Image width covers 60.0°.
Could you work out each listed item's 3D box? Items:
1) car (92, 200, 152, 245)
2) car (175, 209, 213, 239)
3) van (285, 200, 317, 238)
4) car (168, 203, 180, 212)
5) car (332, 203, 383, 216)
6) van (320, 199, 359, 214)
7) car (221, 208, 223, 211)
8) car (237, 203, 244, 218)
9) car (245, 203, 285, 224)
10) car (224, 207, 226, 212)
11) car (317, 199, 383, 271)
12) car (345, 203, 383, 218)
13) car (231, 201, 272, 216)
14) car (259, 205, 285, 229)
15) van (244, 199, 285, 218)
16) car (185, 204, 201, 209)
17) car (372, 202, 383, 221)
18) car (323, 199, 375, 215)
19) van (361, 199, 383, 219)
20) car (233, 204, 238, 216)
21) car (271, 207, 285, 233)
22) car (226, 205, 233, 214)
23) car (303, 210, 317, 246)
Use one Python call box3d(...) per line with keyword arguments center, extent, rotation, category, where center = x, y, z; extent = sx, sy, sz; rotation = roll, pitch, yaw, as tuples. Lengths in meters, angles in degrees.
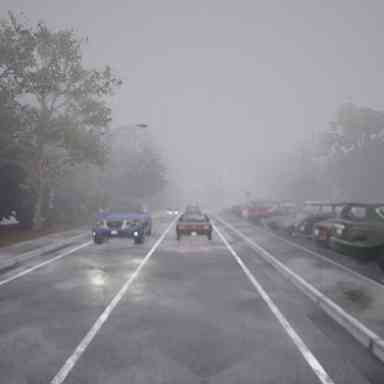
box3d(center=(-3.342, 1.415, 17.030), extent=(2.150, 2.045, 5.566), rotation=(0, -1, 0), category="car")
box3d(center=(0.106, 1.820, 18.714), extent=(1.895, 1.301, 4.718), rotation=(0, -1, 0), category="car")
box3d(center=(6.956, 1.393, 15.515), extent=(4.442, 1.987, 1.878), rotation=(0, -1, 0), category="van")
box3d(center=(-3.239, 2.737, 59.311), extent=(2.128, 1.511, 4.902), rotation=(0, -2, 1), category="car")
box3d(center=(20.010, 2.110, 40.251), extent=(5.366, 1.575, 1.946), rotation=(0, -1, 0), category="car")
box3d(center=(20.322, 2.024, 45.914), extent=(4.442, 1.987, 1.878), rotation=(0, -2, 0), category="van")
box3d(center=(6.944, 2.330, 48.802), extent=(5.366, 1.575, 1.946), rotation=(0, -2, 0), category="car")
box3d(center=(7.104, 1.992, 32.164), extent=(4.674, 1.452, 2.002), rotation=(0, -1, 0), category="car")
box3d(center=(7.097, 1.840, 26.613), extent=(5.008, 1.535, 2.097), rotation=(0, -1, 0), category="car")
box3d(center=(7.126, 2.183, 43.263), extent=(5.008, 1.535, 2.097), rotation=(0, -1, 0), category="car")
box3d(center=(7.091, 1.272, 9.980), extent=(5.566, 2.045, 2.435), rotation=(0, 0, 0), category="car")
box3d(center=(20.184, 2.057, 37.484), extent=(4.892, 1.521, 2.231), rotation=(0, -1, 0), category="car")
box3d(center=(7.147, 1.995, 40.489), extent=(4.553, 1.767, 2.185), rotation=(0, -1, 0), category="car")
box3d(center=(7.052, 1.759, 21.063), extent=(4.792, 1.488, 2.163), rotation=(0, -1, 0), category="car")
box3d(center=(7.213, 1.670, 29.393), extent=(4.442, 1.987, 1.878), rotation=(0, -1, 0), category="van")
box3d(center=(0.135, 2.152, 40.838), extent=(2.128, 1.511, 4.902), rotation=(0, -1, 0), category="car")
box3d(center=(20.149, 1.820, 31.947), extent=(4.553, 1.767, 2.185), rotation=(0, -1, 0), category="car")
box3d(center=(20.227, 1.924, 43.024), extent=(5.566, 2.045, 2.435), rotation=(0, -2, 0), category="car")
box3d(center=(20.302, 1.775, 34.718), extent=(4.442, 1.987, 1.878), rotation=(0, -1, 0), category="van")
box3d(center=(7.135, 2.036, 34.939), extent=(4.792, 1.488, 2.163), rotation=(0, -1, 0), category="car")
box3d(center=(7.080, 1.714, 18.286), extent=(4.674, 1.452, 2.002), rotation=(0, -1, 0), category="car")
box3d(center=(7.082, 1.811, 37.721), extent=(5.566, 2.045, 2.435), rotation=(0, -1, 0), category="car")
box3d(center=(7.097, 1.593, 12.729), extent=(4.792, 1.488, 2.163), rotation=(0, -1, 0), category="car")
